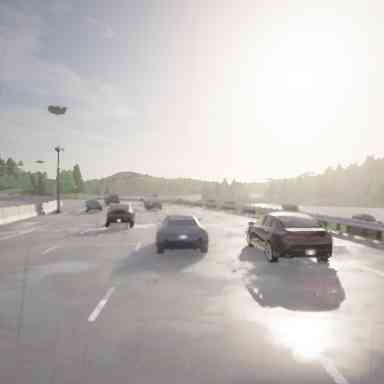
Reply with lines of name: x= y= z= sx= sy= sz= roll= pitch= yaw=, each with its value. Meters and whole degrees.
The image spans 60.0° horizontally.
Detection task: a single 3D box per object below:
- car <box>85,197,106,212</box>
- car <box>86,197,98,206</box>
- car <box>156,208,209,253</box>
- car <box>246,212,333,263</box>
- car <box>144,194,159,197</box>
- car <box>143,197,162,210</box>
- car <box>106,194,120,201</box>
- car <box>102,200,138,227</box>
car: x=-12.066 y=1.641 z=41.314 sx=2.128 sy=1.511 sz=4.902 roll=-1 pitch=0 yaw=-14
car: x=-18.228 y=1.750 z=60.500 sx=1.812 sy=1.442 sz=4.674 roll=0 pitch=0 yaw=-21
car: x=-0.483 y=1.576 z=13.871 sx=1.994 sy=1.385 sz=4.181 roll=-1 pitch=0 yaw=-5
car: x=3.243 y=1.475 z=11.885 sx=1.837 sy=1.490 sz=4.892 roll=0 pitch=0 yaw=-3
car: x=-7.619 y=1.332 z=62.470 sx=2.150 sy=2.045 sz=5.566 roll=0 pitch=0 yaw=-22
car: x=-5.196 y=1.677 z=43.849 sx=1.895 sy=1.301 sz=4.718 roll=-1 pitch=0 yaw=-15
car: x=-14.848 y=1.410 z=61.726 sx=2.150 sy=2.045 sz=5.566 roll=0 pitch=0 yaw=-22
car: x=-4.960 y=1.569 z=23.535 sx=1.837 sy=1.490 sz=4.892 roll=0 pitch=0 yaw=-8
